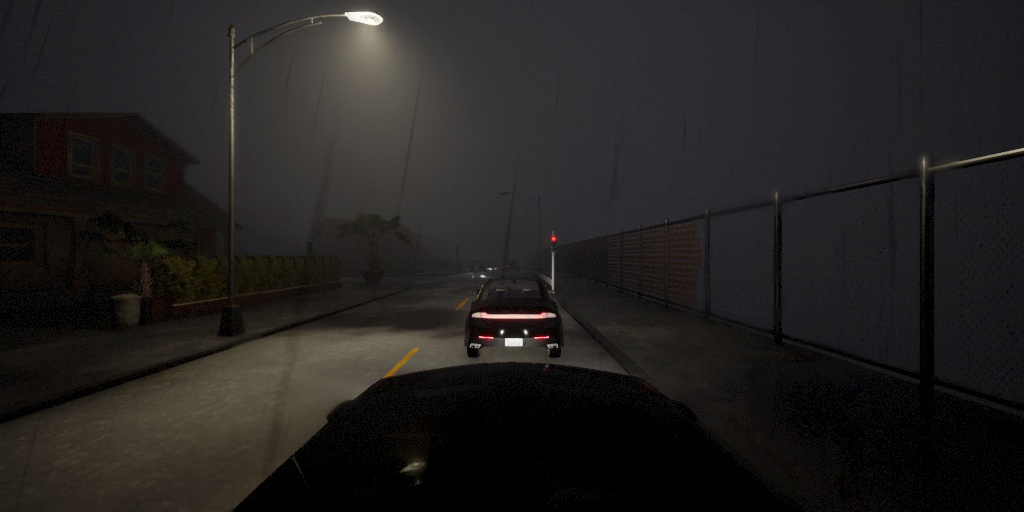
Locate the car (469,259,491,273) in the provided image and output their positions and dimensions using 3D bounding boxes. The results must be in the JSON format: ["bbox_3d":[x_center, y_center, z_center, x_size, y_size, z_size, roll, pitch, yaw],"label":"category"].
[{"bbox_3d":[-4.119,1.241,44.147,2.128,1.511,4.902,0,0,0],"label":"car"}]

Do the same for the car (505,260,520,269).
[{"bbox_3d":[0.084,1.297,49.270,2.033,1.411,5.357,0,0,0],"label":"car"}]

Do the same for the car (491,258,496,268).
[{"bbox_3d":[-4.104,1.313,58.912,1.994,1.385,4.181,0,0,0],"label":"car"}]

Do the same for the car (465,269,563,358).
[{"bbox_3d":[0.052,1.242,8.472,2.128,1.511,4.902,0,0,0],"label":"car"}]
